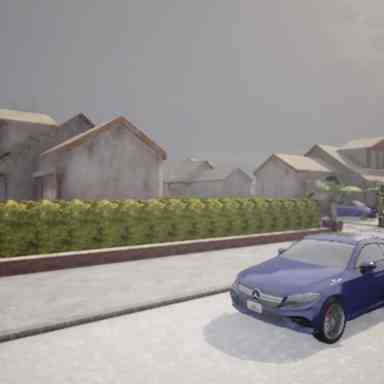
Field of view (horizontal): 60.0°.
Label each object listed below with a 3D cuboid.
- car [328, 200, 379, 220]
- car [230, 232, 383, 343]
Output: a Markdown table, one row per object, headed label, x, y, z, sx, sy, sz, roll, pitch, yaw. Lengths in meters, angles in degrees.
| label | x | y | z | sx | sy | sz | roll | pitch | yaw |
| --- | --- | --- | --- | --- | --- | --- | --- | --- | --- |
| car | 13.013 | 1.400 | 26.862 | 1.845 | 1.501 | 3.633 | 1 | 0 | -39 |
| car | 2.874 | 1.580 | 6.653 | 4.674 | 1.442 | 1.812 | 1 | 0 | -36 |
